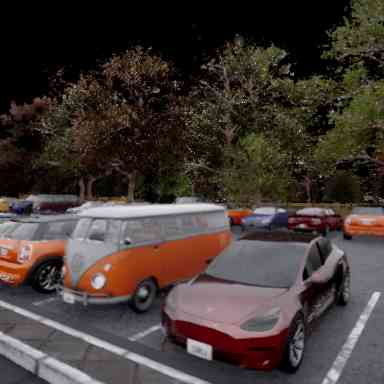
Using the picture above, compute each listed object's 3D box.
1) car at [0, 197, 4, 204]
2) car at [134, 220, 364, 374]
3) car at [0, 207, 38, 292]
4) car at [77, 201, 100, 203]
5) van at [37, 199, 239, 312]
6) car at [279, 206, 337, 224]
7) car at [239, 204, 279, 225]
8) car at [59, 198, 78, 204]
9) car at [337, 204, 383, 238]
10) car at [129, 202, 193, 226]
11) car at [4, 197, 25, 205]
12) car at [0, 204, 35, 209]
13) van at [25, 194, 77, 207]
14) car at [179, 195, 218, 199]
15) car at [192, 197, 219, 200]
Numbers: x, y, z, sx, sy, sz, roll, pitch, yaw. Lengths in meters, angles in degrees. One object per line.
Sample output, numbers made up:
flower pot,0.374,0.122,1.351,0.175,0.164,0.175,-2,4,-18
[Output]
car,-17.908,1.489,36.386,1.946,1.575,5.366,0,0,36
car,1.487,1.549,6.073,2.163,1.488,4.792,0,0,36
car,-3.035,1.393,9.321,2.185,1.767,4.553,0,0,36
car,-6.706,1.509,28.113,2.097,1.535,5.008,0,0,36
van,-0.876,1.294,7.663,1.878,1.987,4.442,0,0,36
car,6.856,1.519,18.351,2.097,1.535,5.008,0,0,36
car,4.600,1.558,19.983,2.002,1.452,4.674,0,0,36
car,-8.969,1.546,29.736,2.002,1.452,4.674,0,0,36
car,9.101,1.393,16.705,2.185,1.767,4.553,0,0,36
car,-2.171,1.544,24.882,2.163,1.488,4.792,0,0,36
car,-15.771,1.244,34.587,2.435,2.045,5.566,0,0,36
car,-9.800,1.515,14.216,2.097,1.535,5.008,0,0,36
van,-13.561,1.273,32.890,1.878,1.987,4.442,0,0,36
car,0.060,1.265,23.208,2.435,2.045,5.566,0,0,36
car,2.318,1.392,21.581,2.185,1.767,4.553,0,0,36
